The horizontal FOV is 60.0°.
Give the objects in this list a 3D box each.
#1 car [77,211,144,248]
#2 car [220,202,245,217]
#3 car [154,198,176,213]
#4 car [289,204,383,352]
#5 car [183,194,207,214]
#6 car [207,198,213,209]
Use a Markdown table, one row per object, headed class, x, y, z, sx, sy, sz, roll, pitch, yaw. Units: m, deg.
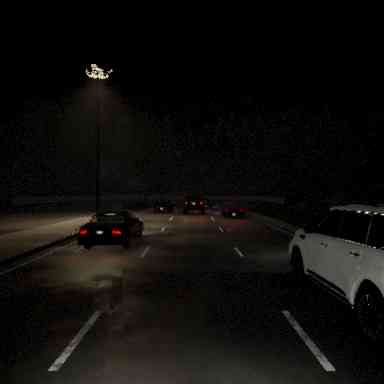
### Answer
| class | x | y | z | sx | sy | sz | roll | pitch | yaw |
| --- | --- | --- | --- | --- | --- | --- | --- | --- | --- |
| car | -3.401 | 1.547 | 14.753 | 2.033 | 1.411 | 5.357 | 0 | 0 | 0 |
| car | 3.641 | 1.601 | 30.795 | 1.895 | 1.301 | 4.718 | 0 | 0 | 1 |
| car | -3.054 | 1.503 | 37.783 | 1.837 | 1.490 | 4.892 | 0 | -1 | 4 |
| car | 3.600 | 1.220 | 6.307 | 2.150 | 2.045 | 5.566 | 0 | 0 | 0 |
| car | 0.275 | 1.221 | 34.772 | 2.150 | 2.045 | 5.566 | 0 | 0 | 2 |
| car | 1.615 | 1.492 | 44.550 | 2.128 | 1.511 | 4.902 | 0 | 0 | 12 |
